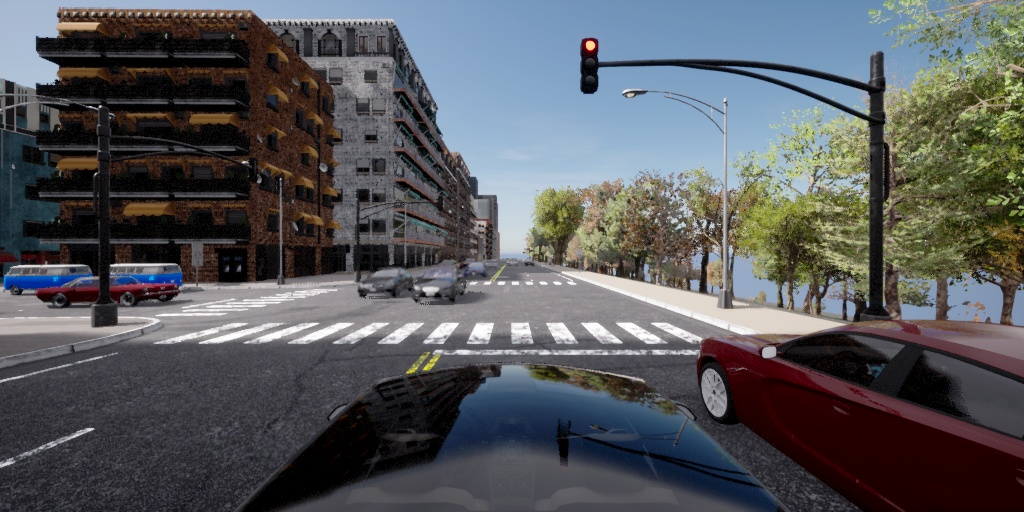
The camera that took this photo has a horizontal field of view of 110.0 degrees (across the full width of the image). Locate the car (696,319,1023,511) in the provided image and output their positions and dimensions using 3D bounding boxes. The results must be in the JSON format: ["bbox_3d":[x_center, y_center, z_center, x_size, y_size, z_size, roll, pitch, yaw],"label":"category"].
[{"bbox_3d":[3.350,1.228,2.718,1.882,1.535,5.008,0,0,0],"label":"car"}]

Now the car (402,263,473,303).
[{"bbox_3d":[-3.343,1.287,17.147,2.128,1.511,4.902,0,0,0],"label":"car"}]

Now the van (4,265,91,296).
[{"bbox_3d":[-28.302,1.425,21.953,3.998,1.789,1.690,0,0,-1],"label":"van"}]

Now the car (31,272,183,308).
[{"bbox_3d":[-18.085,1.573,16.288,4.718,1.301,1.895,-1,0,-1],"label":"car"}]

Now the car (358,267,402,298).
[{"bbox_3d":[-6.595,1.336,19.304,1.812,1.442,4.674,-1,0,0],"label":"car"}]

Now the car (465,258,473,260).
[{"bbox_3d":[-6.542,1.115,53.875,2.097,1.767,4.553,0,0,0],"label":"car"}]

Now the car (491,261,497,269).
[{"bbox_3d":[-3.290,1.365,55.584,1.895,1.301,4.718,0,0,0],"label":"car"}]

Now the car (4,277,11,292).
[{"bbox_3d":[-22.621,1.624,13.678,4.207,1.307,1.802,0,0,-1],"label":"car"}]

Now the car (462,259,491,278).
[{"bbox_3d":[-3.328,1.280,34.165,1.812,1.442,4.674,0,1,1],"label":"car"}]

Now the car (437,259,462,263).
[{"bbox_3d":[-6.568,1.105,35.564,2.097,1.767,4.553,0,0,0],"label":"car"}]

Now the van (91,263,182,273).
[{"bbox_3d":[-22.701,1.351,22.024,3.998,1.789,1.690,0,0,-1],"label":"van"}]
